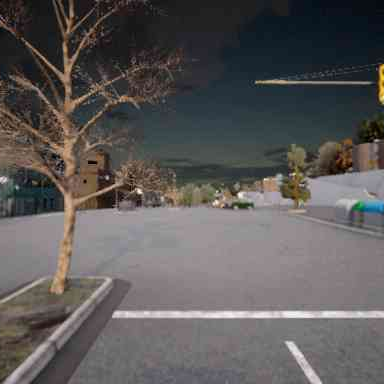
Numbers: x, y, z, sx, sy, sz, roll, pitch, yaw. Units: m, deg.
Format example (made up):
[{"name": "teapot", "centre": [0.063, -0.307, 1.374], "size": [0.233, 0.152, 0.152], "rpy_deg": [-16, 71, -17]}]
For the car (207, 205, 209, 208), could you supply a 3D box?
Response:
[{"name": "car", "centre": [8.077, 3.378, 94.002], "size": [5.566, 2.045, 2.435], "rpy_deg": [2, -2, -20]}]

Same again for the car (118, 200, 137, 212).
[{"name": "car", "centre": [-8.849, 1.928, 45.934], "size": [1.837, 1.490, 4.892], "rpy_deg": [0, -1, 0]}]

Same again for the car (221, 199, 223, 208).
[{"name": "car", "centre": [8.084, 2.315, 58.299], "size": [4.674, 1.452, 2.002], "rpy_deg": [2, -3, -20]}]

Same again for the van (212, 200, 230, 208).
[{"name": "van", "centre": [7.994, 3.273, 91.001], "size": [4.442, 1.987, 1.878], "rpy_deg": [2, -2, -20]}]

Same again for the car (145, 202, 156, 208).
[{"name": "car", "centre": [-8.855, 2.794, 71.008], "size": [2.033, 1.411, 5.357], "rpy_deg": [0, -2, 0]}]

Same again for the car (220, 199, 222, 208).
[{"name": "car", "centre": [8.093, 2.424, 61.271], "size": [4.674, 1.452, 2.002], "rpy_deg": [2, -2, -20]}]

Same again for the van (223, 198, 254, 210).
[{"name": "van", "centre": [7.982, 1.937, 55.287], "size": [4.442, 1.987, 1.878], "rpy_deg": [2, -2, -20]}]

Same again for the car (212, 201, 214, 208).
[{"name": "car", "centre": [8.268, 3.042, 79.200], "size": [5.366, 1.575, 1.946], "rpy_deg": [2, -3, -20]}]

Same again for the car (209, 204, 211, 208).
[{"name": "car", "centre": [8.126, 3.127, 88.082], "size": [5.566, 2.045, 2.435], "rpy_deg": [2, -3, -20]}]

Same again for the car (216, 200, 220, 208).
[{"name": "car", "centre": [7.918, 2.485, 64.184], "size": [5.366, 1.575, 1.946], "rpy_deg": [2, -2, -20]}]
